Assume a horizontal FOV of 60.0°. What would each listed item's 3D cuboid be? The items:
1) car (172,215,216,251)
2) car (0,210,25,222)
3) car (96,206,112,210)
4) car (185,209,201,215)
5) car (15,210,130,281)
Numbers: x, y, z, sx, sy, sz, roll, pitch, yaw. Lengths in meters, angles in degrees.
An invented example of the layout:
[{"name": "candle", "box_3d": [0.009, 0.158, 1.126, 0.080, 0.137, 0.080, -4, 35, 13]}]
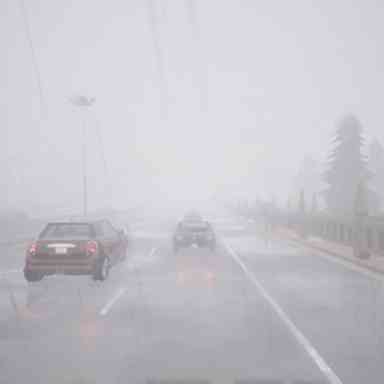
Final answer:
[{"name": "car", "box_3d": [0.102, 2.023, 16.214, 1.895, 1.301, 4.718, 0, -2, 0]}, {"name": "car", "box_3d": [-17.540, 2.484, 32.647, 1.994, 1.385, 4.181, 0, -2, 1]}, {"name": "car", "box_3d": [-13.994, 3.097, 53.223, 1.837, 1.490, 4.892, 0, -2, 0]}, {"name": "car", "box_3d": [0.104, 2.586, 37.298, 1.812, 1.442, 4.674, 0, -2, 0]}, {"name": "car", "box_3d": [-3.398, 1.606, 10.763, 2.097, 1.767, 4.553, 0, -2, 0]}]
